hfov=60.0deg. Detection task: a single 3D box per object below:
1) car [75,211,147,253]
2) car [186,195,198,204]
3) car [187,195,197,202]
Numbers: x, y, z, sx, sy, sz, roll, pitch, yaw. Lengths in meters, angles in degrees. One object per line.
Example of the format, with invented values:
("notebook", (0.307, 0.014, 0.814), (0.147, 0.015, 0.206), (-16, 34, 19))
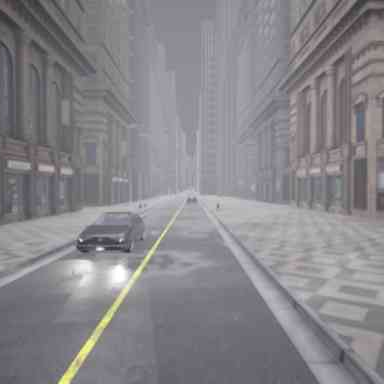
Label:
("car", (-3.062, 1.522, 13.784), (2.033, 1.411, 5.357), (0, 0, 0))
("car", (-0.009, 1.348, 59.139), (1.882, 1.535, 5.008), (0, 0, 0))
("car", (-0.011, 1.277, 69.560), (2.033, 1.411, 5.357), (0, 0, 0))
